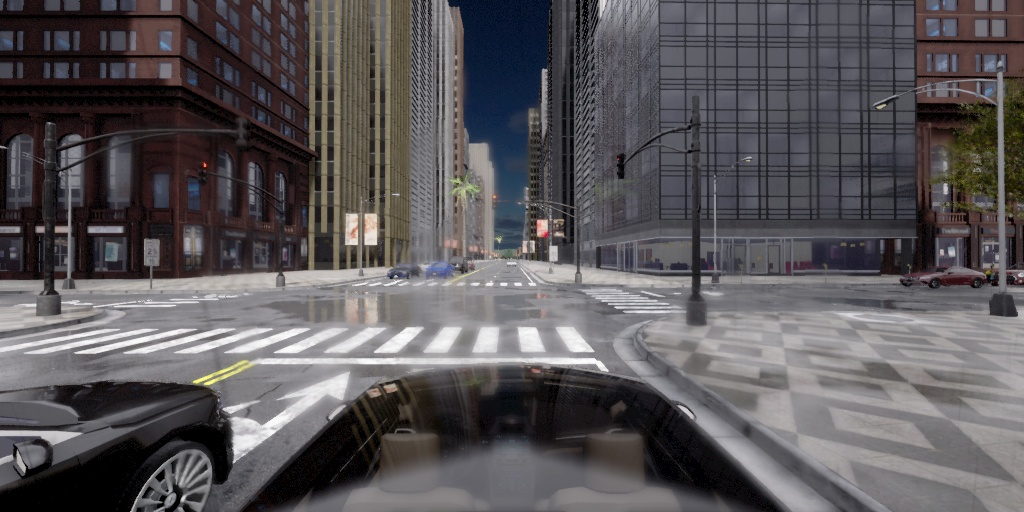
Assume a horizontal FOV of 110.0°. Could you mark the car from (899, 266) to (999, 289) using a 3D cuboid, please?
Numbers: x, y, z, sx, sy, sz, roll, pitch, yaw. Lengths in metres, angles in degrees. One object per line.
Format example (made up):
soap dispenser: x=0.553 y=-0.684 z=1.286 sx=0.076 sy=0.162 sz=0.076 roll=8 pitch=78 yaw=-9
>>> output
car: x=26.434 y=1.276 z=22.006 sx=4.207 sy=1.307 sz=1.802 roll=0 pitch=0 yaw=-1

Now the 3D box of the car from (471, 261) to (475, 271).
car: x=-6.658 y=1.411 z=53.956 sx=1.812 sy=1.442 sz=4.674 roll=0 pitch=0 yaw=0

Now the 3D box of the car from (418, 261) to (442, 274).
car: x=-9.914 y=1.371 z=43.715 sx=1.812 sy=1.442 sz=4.674 roll=0 pitch=0 yaw=0

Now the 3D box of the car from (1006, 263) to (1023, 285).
car: x=32.072 y=1.118 z=22.102 sx=4.097 sy=1.591 sz=1.967 roll=0 pitch=0 yaw=-1

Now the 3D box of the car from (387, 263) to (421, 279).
car: x=-9.864 y=1.361 z=33.528 sx=2.033 sy=1.411 sz=5.357 roll=0 pitch=0 yaw=3

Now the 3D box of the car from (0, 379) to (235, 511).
car: x=-3.138 y=1.241 z=0.918 sx=2.128 sy=1.511 sz=4.902 roll=0 pitch=0 yaw=-1

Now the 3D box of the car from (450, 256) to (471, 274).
car: x=-6.660 y=1.067 z=43.666 sx=2.150 sy=2.045 sz=5.566 roll=0 pitch=0 yaw=0

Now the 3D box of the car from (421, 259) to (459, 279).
car: x=-6.644 y=1.291 z=33.558 sx=1.882 sy=1.535 sz=5.008 roll=0 pitch=0 yaw=2
